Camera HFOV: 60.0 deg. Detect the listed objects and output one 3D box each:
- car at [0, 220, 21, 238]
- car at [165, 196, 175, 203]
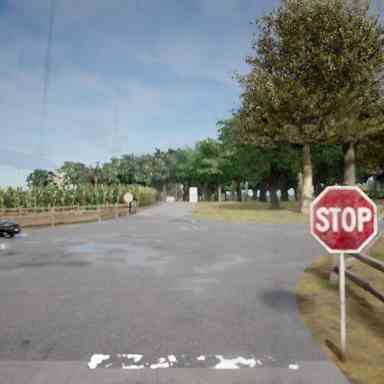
[{"bbox_3d":[-11.834,1.837,17.763,5.008,1.535,1.882,-2,-2,0],"label":"car"},{"bbox_3d":[-4.804,1.681,74.808,1.812,1.442,4.674,0,-1,0],"label":"car"}]
